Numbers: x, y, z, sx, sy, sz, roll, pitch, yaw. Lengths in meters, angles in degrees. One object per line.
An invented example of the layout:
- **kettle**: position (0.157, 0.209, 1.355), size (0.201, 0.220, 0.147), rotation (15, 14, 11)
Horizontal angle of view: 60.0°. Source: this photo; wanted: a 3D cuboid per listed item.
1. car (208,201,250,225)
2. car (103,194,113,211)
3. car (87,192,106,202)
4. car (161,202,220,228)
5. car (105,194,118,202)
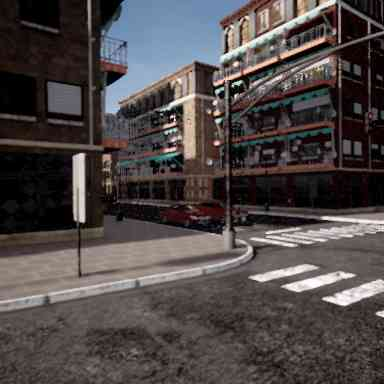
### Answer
- **car**: position (1.842, 1.341, 22.461), size (1.812, 1.442, 4.674), rotation (-1, 1, -35)
- **car**: position (-10.349, 1.228, 34.949), size (2.008, 1.369, 4.403), rotation (0, 1, -35)
- **car**: position (-16.723, 0.819, 58.343), size (1.967, 1.590, 4.097), rotation (0, 1, -35)
- **car**: position (-0.446, 1.418, 21.047), size (1.802, 1.307, 4.206), rotation (0, 1, -35)
- **car**: position (-13.422, 0.991, 53.709), size (1.947, 1.339, 4.313), rotation (0, 1, -35)
